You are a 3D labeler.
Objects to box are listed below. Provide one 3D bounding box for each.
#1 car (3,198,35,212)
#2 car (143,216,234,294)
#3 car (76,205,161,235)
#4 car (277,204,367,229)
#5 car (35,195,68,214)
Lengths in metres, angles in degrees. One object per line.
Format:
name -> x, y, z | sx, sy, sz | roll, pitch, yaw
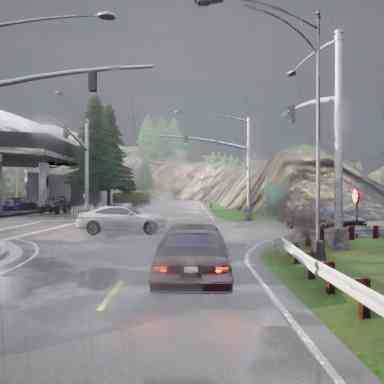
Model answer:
car -> -20.310, 1.480, 39.515 | 2.242, 1.667, 4.611 | 0, 0, -1
car -> 0.033, 1.547, 8.932 | 2.033, 1.411, 5.357 | 0, 0, 1
car -> -3.644, 1.415, 17.416 | 4.674, 1.442, 1.812 | 0, 0, -1
car -> 6.627, 1.358, 17.629 | 2.033, 1.411, 5.357 | 0, 0, -17
car -> -14.595, 1.313, 35.248 | 1.905, 1.878, 3.866 | 0, 0, -1
